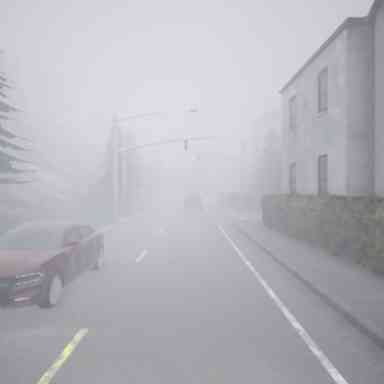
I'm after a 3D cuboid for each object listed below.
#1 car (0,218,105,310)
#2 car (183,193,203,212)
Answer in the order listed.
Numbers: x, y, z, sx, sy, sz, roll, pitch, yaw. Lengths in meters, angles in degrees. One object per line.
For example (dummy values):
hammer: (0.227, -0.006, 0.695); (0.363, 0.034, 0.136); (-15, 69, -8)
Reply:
car: (-3.552, 1.468, 8.061); (1.882, 1.535, 5.008); (0, 0, 0)
car: (0.100, 1.179, 38.866); (2.150, 2.045, 5.566); (0, 0, 0)
